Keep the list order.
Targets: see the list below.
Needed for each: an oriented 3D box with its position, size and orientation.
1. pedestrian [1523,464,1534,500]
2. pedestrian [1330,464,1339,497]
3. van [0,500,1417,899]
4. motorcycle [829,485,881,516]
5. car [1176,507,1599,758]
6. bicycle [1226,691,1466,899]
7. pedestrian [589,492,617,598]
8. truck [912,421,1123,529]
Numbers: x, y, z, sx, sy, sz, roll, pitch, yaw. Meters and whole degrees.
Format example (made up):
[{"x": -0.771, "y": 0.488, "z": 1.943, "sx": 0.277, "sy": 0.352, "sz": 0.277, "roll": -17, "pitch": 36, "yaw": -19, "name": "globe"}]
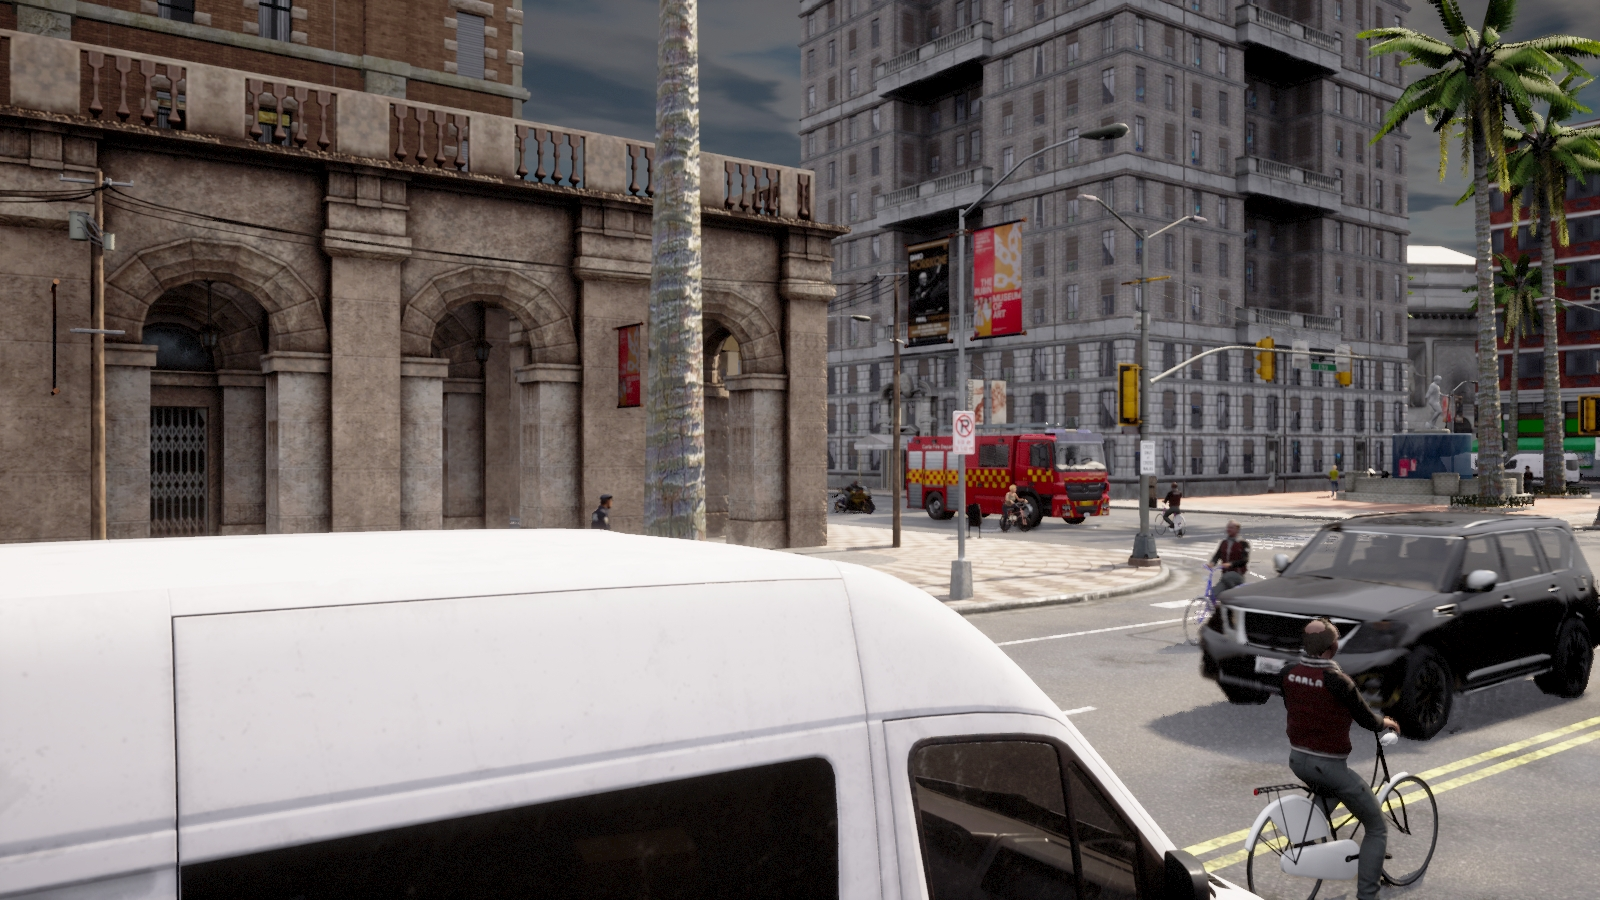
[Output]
[{"x": 38.596, "y": 1.697, "z": 60.535, "sx": 0.375, "sy": 1.860, "sz": 0.375, "roll": 0, "pitch": 0, "yaw": 13, "name": "pedestrian"}, {"x": 29.846, "y": 1.696, "z": 63.799, "sx": 0.375, "sy": 1.860, "sz": 0.375, "roll": 0, "pitch": 0, "yaw": 42, "name": "pedestrian"}, {"x": -0.760, "y": 1.534, "z": 3.254, "sx": 5.915, "sy": 2.561, "sz": 1.988, "roll": 0, "pitch": 0, "yaw": -35, "name": "van"}, {"x": 2.409, "y": 2.205, "z": 50.367, "sx": 2.209, "sy": 1.251, "sz": 0.867, "roll": 0, "pitch": 0, "yaw": 42, "name": "motorcycle"}, {"x": 6.904, "y": 1.780, "z": 12.875, "sx": 5.566, "sy": 2.045, "sz": 2.150, "roll": 0, "pitch": 0, "yaw": -35, "name": "car"}, {"x": 3.417, "y": 2.210, "z": 7.085, "sx": 1.835, "sy": 1.171, "sz": 0.329, "roll": 0, "pitch": 0, "yaw": -29, "name": "bicycle"}, {"x": -3.535, "y": 1.696, "z": 20.508, "sx": 0.375, "sy": 1.860, "sz": 0.375, "roll": 0, "pitch": 0, "yaw": -36, "name": "pedestrian"}, {"x": 8.260, "y": 0.890, "z": 44.593, "sx": 2.891, "sy": 3.827, "sz": 8.468, "roll": 0, "pitch": 0, "yaw": -35, "name": "truck"}]
